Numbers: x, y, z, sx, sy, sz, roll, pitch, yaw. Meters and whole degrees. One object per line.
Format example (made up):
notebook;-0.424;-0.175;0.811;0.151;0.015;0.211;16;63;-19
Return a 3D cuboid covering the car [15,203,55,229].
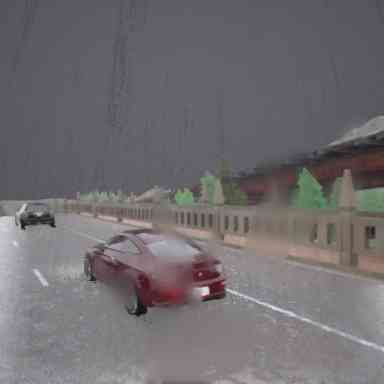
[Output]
car;-11.134;1.551;23.476;2.097;1.767;4.553;0;0;-33

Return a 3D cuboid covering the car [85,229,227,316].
car;-1.071;1.581;7.709;1.812;1.442;4.674;0;0;-33
